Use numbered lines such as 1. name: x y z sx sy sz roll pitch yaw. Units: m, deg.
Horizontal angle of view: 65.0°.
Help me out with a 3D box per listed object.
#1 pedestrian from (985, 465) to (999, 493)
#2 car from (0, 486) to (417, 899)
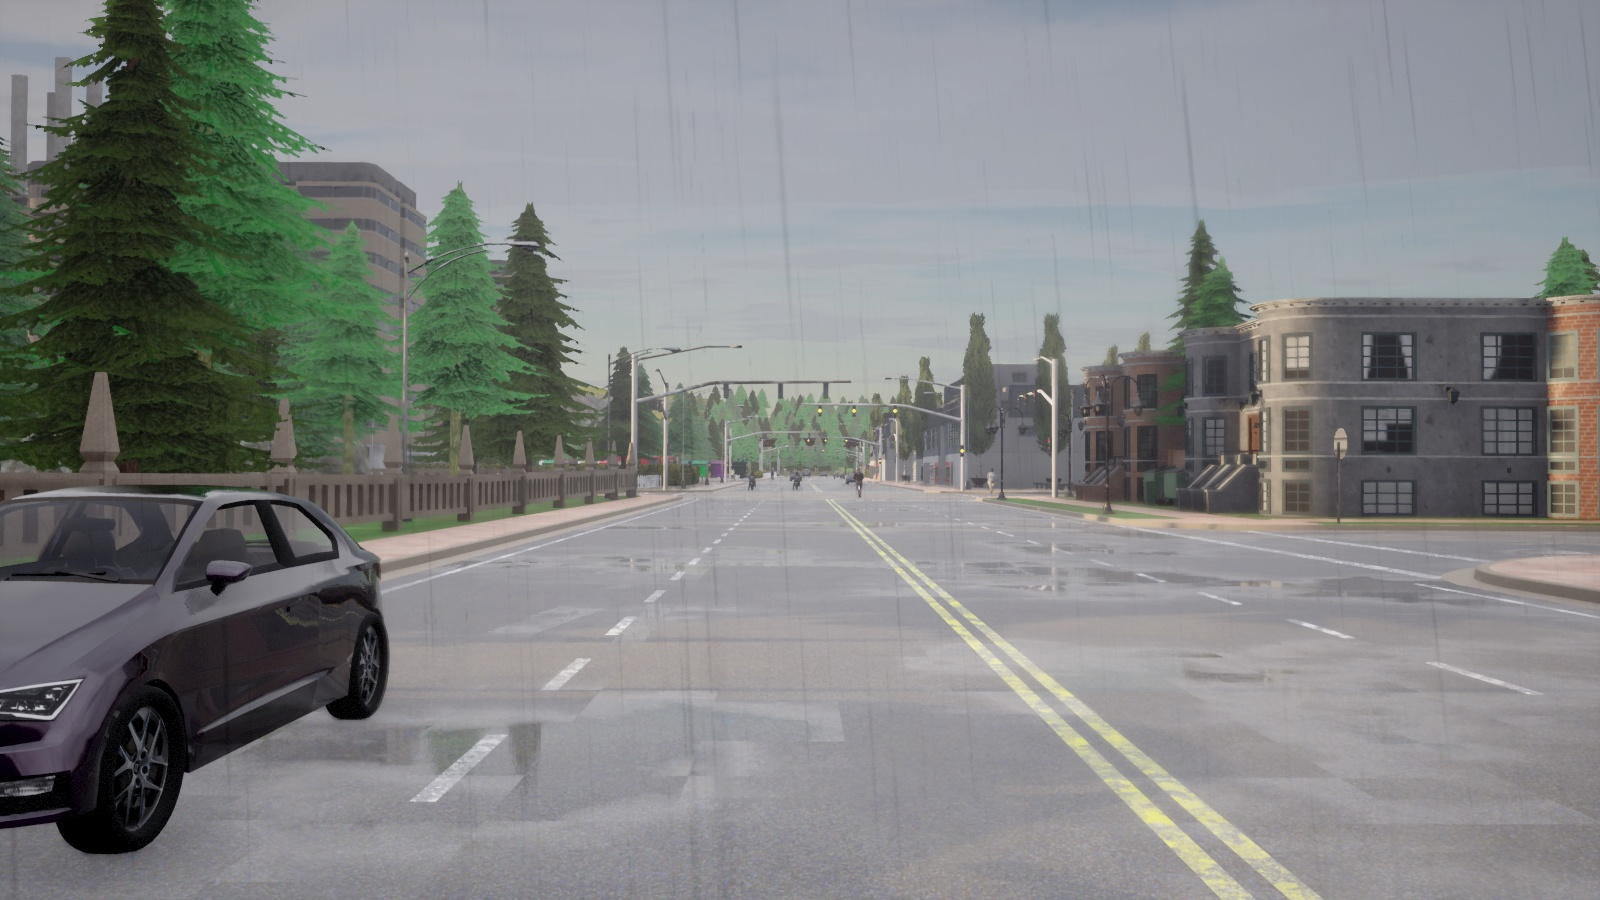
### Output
1. pedestrian: 13.205 1.997 86.340 0.874 1.855 0.900 0 -1 2
2. car: -3.515 0.951 6.460 1.816 1.474 4.193 0 -1 0
